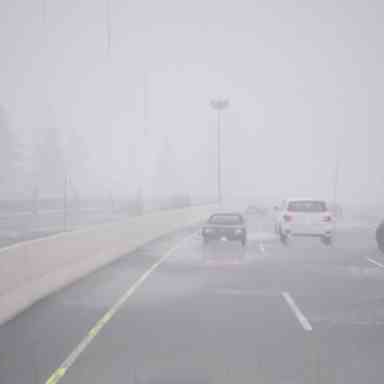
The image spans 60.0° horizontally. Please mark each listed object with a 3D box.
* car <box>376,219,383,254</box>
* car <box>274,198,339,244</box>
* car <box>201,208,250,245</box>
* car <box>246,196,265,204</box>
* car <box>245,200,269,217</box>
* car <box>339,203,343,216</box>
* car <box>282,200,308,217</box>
[{"bbox_3d":[7.881,1.287,10.394,2.150,2.045,5.566,0,0,7],"label":"car"},{"bbox_3d":[5.339,1.294,16.450,2.150,2.045,5.566,0,0,11],"label":"car"},{"bbox_3d":[1.698,1.657,15.991,1.895,1.301,4.718,0,0,10],"label":"car"},{"bbox_3d":[13.786,1.701,72.007,1.812,1.442,4.674,0,0,40],"label":"car"},{"bbox_3d":[6.453,1.653,33.026,1.812,1.442,4.674,0,0,20],"label":"car"},{"bbox_3d":[14.827,1.770,35.075,1.895,1.301,4.718,0,0,24],"label":"car"},{"bbox_3d":[10.633,1.640,34.051,2.128,1.511,4.902,0,0,22],"label":"car"}]
